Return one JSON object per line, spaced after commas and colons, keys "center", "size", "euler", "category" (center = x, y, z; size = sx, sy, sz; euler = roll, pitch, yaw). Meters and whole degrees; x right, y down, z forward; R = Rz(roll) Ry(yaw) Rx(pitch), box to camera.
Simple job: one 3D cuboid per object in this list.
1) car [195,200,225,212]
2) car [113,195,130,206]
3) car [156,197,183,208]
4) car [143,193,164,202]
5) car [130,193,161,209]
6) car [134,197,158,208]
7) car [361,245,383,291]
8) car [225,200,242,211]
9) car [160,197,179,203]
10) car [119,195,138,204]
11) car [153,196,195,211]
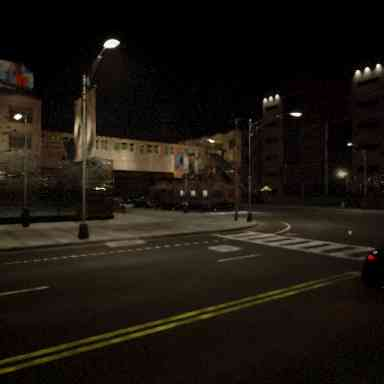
{"center": [1.101, 1.615, 39.786], "size": [2.033, 1.411, 5.357], "euler": [0, 0, -35], "category": "car"}
{"center": [-12.189, 1.541, 53.709], "size": [2.231, 1.521, 4.892], "euler": [0, 0, -25], "category": "car"}
{"center": [-3.617, 1.556, 52.663], "size": [1.882, 1.535, 5.008], "euler": [0, 0, -35], "category": "car"}
{"center": [-9.198, 1.336, 78.536], "size": [2.435, 2.045, 5.566], "euler": [0, 0, -35], "category": "car"}
{"center": [-6.040, 1.414, 44.861], "size": [2.185, 1.767, 4.553], "euler": [0, 0, -35], "category": "car"}
{"center": [-7.190, 1.594, 51.665], "size": [1.812, 1.442, 4.674], "euler": [0, 0, -35], "category": "car"}
{"center": [5.923, 1.590, 7.903], "size": [4.181, 1.385, 1.994], "euler": [0, 0, -34], "category": "car"}
{"center": [4.267, 1.641, 41.370], "size": [1.994, 1.385, 4.181], "euler": [0, 0, -35], "category": "car"}
{"center": [-4.921, 1.703, 72.502], "size": [1.895, 1.301, 4.718], "euler": [0, 0, -35], "category": "car"}
{"center": [-12.544, 1.461, 65.659], "size": [2.097, 1.767, 4.553], "euler": [0, 0, -34], "category": "car"}
{"center": [-2.242, 1.540, 39.677], "size": [2.097, 1.535, 5.008], "euler": [0, 0, -35], "category": "car"}
